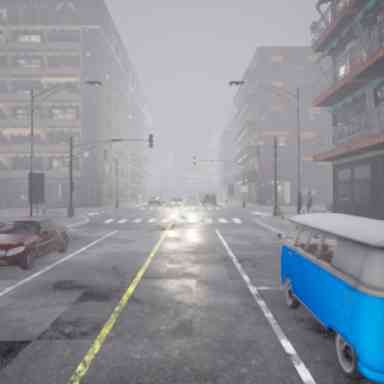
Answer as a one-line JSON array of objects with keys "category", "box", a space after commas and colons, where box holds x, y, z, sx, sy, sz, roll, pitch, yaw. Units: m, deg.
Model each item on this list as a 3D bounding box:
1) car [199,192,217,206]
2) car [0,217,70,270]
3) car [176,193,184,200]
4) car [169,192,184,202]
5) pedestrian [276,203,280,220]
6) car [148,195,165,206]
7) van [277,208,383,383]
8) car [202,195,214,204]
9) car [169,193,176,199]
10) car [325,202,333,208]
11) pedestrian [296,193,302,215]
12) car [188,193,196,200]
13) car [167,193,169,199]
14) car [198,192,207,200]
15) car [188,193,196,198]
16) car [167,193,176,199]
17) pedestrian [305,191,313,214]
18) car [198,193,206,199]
[{"category": "car", "box": [2.560, 1.009, 48.846, 2.192, 1.841, 5.009, 1, 0, 0]}, {"category": "car", "box": [-5.306, 1.512, 10.718, 1.802, 1.307, 4.206, 1, 0, 0]}, {"category": "car", "box": [-2.790, 1.080, 78.423, 1.812, 1.442, 4.674, 0, 0, 0]}, {"category": "car", "box": [-2.805, 1.177, 62.917, 1.994, 1.385, 4.181, 0, 0, 1]}, {"category": "pedestrian", "box": [5.999, 1.363, 23.067, 0.500, 1.100, 0.500, 1, -1, 0]}, {"category": "car", "box": [-5.324, 1.260, 48.797, 1.947, 1.339, 4.313, 1, 0, 0]}, {"category": "van", "box": [2.549, 1.307, 5.135, 1.690, 1.788, 3.998, 1, 0, 0]}, {"category": "car", "box": [2.553, 1.185, 54.576, 1.752, 1.417, 4.829, 1, 0, 0]}, {"category": "car", "box": [-5.350, 1.062, 93.122, 1.752, 1.417, 4.829, 1, 0, 0]}, {"category": "car", "box": [13.730, 1.251, 28.571, 4.403, 1.369, 2.008, 0, -1, 0]}, {"category": "pedestrian", "box": [6.999, 0.962, 21.874, 0.375, 1.860, 0.375, 1, -1, 0]}, {"category": "car", "box": [-0.039, 1.102, 78.846, 1.994, 1.385, 4.181, 0, 0, 0]}, {"category": "car", "box": [-5.327, 1.226, 54.359, 1.947, 1.339, 4.313, 1, 0, 0]}, {"category": "car", "box": [2.539, 0.865, 82.204, 2.192, 1.841, 5.009, 1, 0, 0]}, {"category": "car", "box": [-0.044, 0.912, 88.854, 2.033, 1.411, 5.357, 0, 0, 0]}, {"category": "car", "box": [-5.347, 1.093, 87.730, 2.008, 1.369, 4.403, 1, 0, 0]}, {"category": "pedestrian", "box": [7.948, 0.883, 22.475, 0.375, 1.860, 0.375, 1, -1, 0]}, {"category": "car", "box": [2.534, 0.983, 87.769, 1.967, 1.590, 4.097, 1, 0, 0]}]
